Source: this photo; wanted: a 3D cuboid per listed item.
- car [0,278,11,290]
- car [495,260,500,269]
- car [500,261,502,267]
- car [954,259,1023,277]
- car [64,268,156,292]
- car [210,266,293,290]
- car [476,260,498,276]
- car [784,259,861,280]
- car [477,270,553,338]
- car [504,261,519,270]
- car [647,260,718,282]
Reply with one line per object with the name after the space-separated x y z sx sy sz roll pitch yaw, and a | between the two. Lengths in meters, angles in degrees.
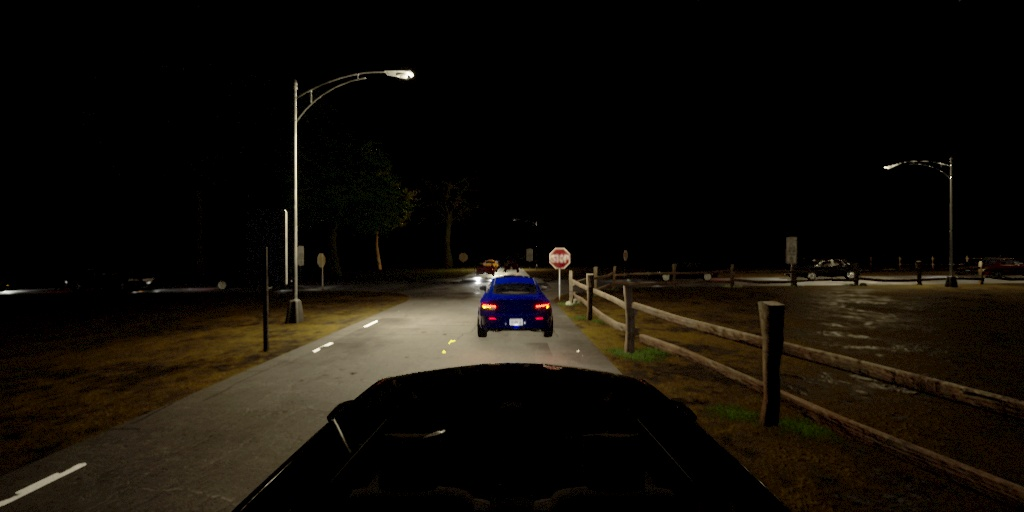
-36.917 1.750 24.179 4.181 1.385 1.994 -1 1 1 | car
-2.956 1.296 48.679 1.882 1.535 5.008 0 0 0 | car
-2.935 1.406 58.875 2.033 1.411 5.357 0 0 1 | car
36.081 0.881 26.879 4.181 1.385 1.994 -1 1 0 | car
-26.913 1.564 24.136 4.902 1.511 2.128 -1 1 0 | car
-17.335 1.444 24.136 5.008 1.535 1.882 -1 1 0 | car
-2.738 1.388 37.231 1.895 1.301 4.718 0 0 -4 | car
23.207 0.972 26.925 4.892 1.490 1.837 -1 1 0 | car
0.052 1.280 10.128 1.812 1.442 4.674 0 0 -1 | car
-0.060 1.344 48.736 1.812 1.442 4.674 0 0 0 | car
12.733 1.070 26.920 5.008 1.535 1.882 -1 1 -1 | car
